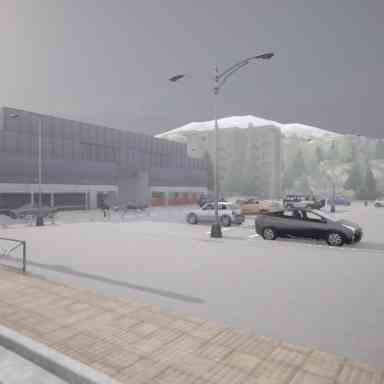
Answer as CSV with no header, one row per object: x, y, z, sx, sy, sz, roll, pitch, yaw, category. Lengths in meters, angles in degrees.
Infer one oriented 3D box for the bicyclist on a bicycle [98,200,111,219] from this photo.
-7.368,1.477,27.820,1.656,1.620,0.582,0,0,35,bicyclist on a bicycle

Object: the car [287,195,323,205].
12.324,1.269,37.800,3.866,1.878,1.905,0,0,35,car

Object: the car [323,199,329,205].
13.669,1.289,40.409,4.605,1.855,1.932,0,0,35,car

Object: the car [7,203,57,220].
-14.615,1.740,30.538,1.994,1.385,4.181,0,0,35,car

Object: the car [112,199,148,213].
-7.517,1.667,40.530,2.128,1.511,4.902,0,0,35,car

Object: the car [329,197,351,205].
24.536,1.565,55.484,3.633,1.501,1.845,0,0,35,car

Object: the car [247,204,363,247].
5.098,1.490,14.879,4.514,1.523,2.007,0,0,35,car

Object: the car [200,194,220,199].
3.207,1.398,49.368,2.150,2.045,5.566,0,0,37,car

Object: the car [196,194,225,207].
3.131,1.399,55.376,2.150,2.045,5.566,0,0,36,car

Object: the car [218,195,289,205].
4.920,1.345,27.366,5.027,1.636,2.152,0,0,35,car

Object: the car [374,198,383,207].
28.863,1.576,48.759,3.806,1.475,1.970,0,0,35,car

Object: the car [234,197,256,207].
9.262,1.702,57.956,1.812,1.442,4.674,0,0,35,car

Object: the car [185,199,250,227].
1.469,1.424,21.946,3.806,1.475,1.970,0,0,35,car
